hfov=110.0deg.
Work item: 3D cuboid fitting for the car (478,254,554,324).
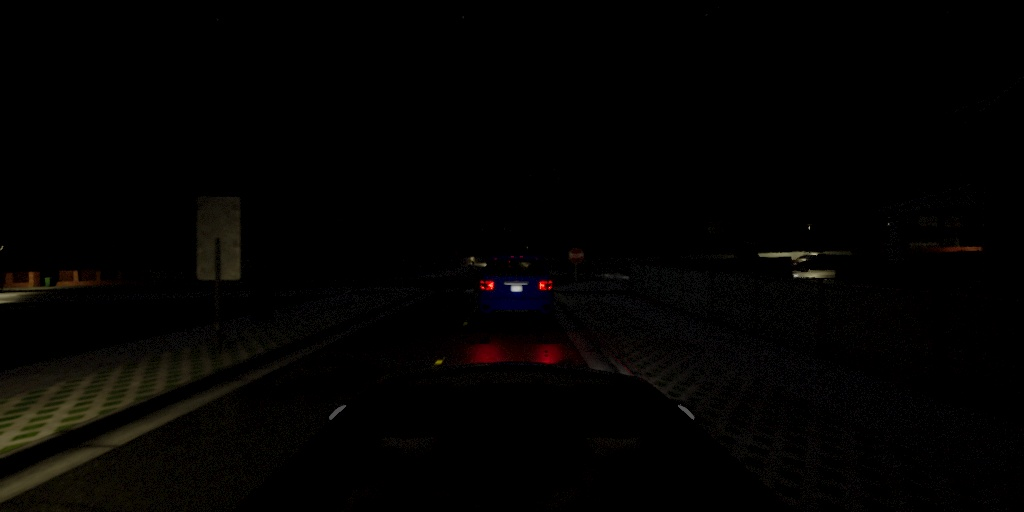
[{"bbox_3d":[0.114,0.952,12.033,2.150,2.045,5.566,0,0,0],"label":"car"}]

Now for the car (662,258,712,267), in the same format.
[{"bbox_3d":[13.110,0.853,24.892,4.181,1.385,1.994,-2,0,-1],"label":"car"}]

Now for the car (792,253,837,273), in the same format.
[{"bbox_3d":[23.512,0.513,27.906,4.674,1.442,1.812,-1,0,-1],"label":"car"}]
